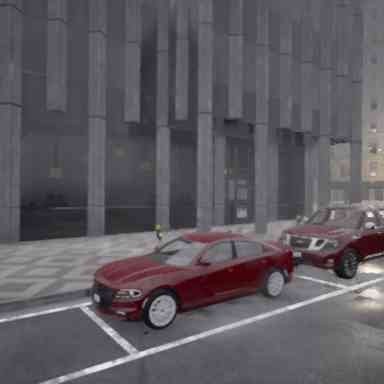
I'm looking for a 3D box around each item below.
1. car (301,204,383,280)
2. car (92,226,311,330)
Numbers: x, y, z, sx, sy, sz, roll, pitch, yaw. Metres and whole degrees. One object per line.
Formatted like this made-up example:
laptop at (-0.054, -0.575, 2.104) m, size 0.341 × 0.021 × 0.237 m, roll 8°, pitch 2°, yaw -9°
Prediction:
car at (4.813, 1.314, 10.186) m, size 5.009 × 1.841 × 2.192 m, roll 0°, pitch 1°, yaw -35°
car at (0.232, 1.544, 6.922) m, size 4.507 × 1.381 × 1.887 m, roll 0°, pitch 1°, yaw -35°
